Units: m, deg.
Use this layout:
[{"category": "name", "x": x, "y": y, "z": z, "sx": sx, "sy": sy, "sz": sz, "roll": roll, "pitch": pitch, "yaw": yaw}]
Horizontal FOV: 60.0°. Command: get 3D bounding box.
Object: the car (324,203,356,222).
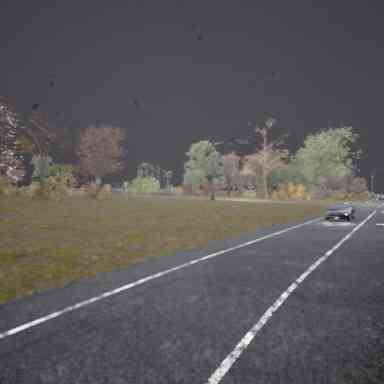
[{"category": "car", "x": 12.291, "y": 1.585, "z": 27.384, "sx": 2.033, "sy": 1.411, "sz": 5.357, "roll": 0, "pitch": 0, "yaw": 32}]
